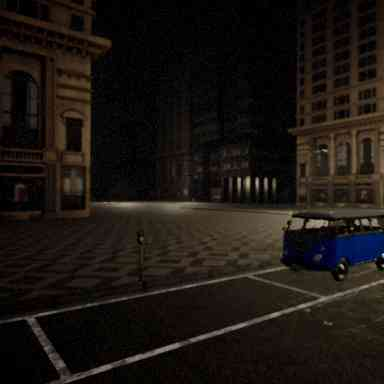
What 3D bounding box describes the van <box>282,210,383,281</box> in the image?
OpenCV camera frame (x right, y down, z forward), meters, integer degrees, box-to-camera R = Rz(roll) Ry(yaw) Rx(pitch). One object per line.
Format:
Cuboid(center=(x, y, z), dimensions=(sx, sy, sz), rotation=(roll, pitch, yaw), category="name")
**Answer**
Cuboid(center=(4.399, 1.442, 9.865), dimensions=(3.998, 1.788, 1.690), rotation=(1, -1, -36), category="van")
